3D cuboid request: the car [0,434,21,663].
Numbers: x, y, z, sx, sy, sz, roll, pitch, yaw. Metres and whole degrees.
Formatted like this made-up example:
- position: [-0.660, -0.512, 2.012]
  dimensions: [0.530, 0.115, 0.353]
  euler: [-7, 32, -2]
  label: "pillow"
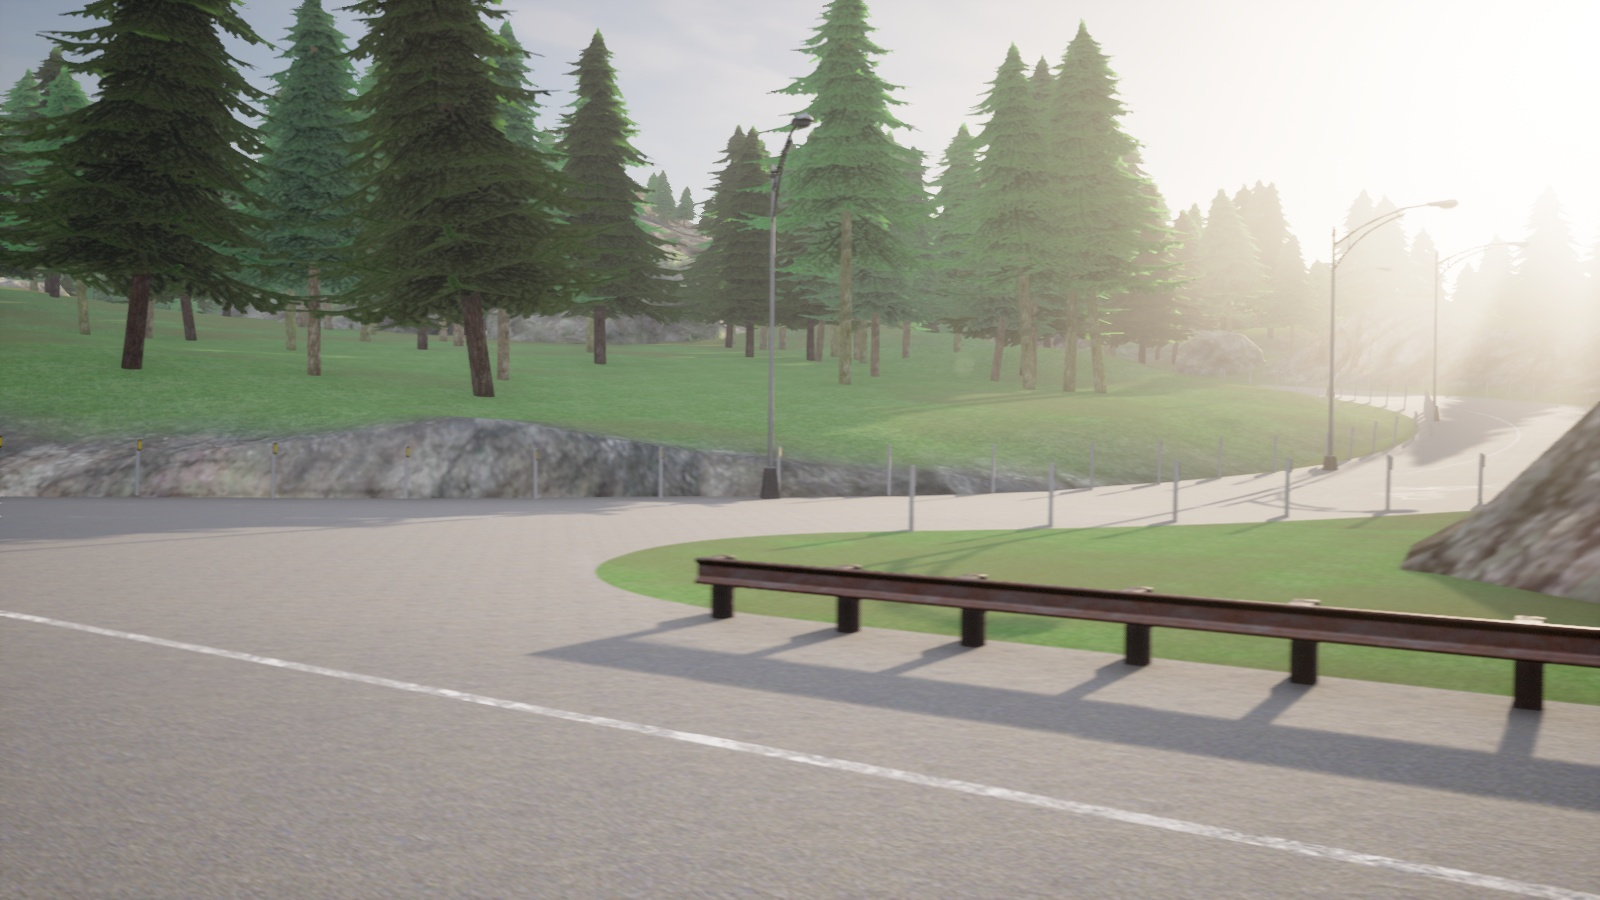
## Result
- position: [-7.221, 0.647, 8.421]
  dimensions: [3.806, 1.475, 1.970]
  euler: [0, 1, 34]
  label: "car"
